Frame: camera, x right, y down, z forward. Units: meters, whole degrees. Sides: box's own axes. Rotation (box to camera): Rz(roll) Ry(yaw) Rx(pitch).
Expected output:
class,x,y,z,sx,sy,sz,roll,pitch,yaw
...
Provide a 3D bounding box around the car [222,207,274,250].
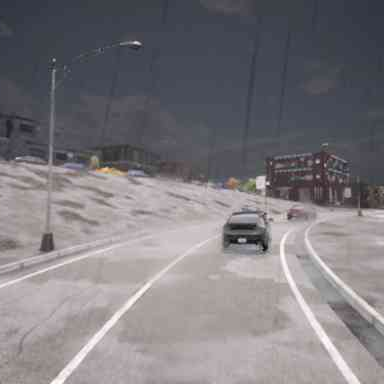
class,x,y,z,sx,sy,sz,roll,pitch,yaw
car,2.543,1.611,14.933,1.837,1.490,4.892,-1,-1,15

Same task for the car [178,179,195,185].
class,x,y,z,sx,sy,sz,roll,pitch,yaw
car,-2.069,-1.673,60.947,2.002,1.452,4.674,-2,-4,33

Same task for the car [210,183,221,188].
class,x,y,z,sx,sy,sz,roll,pitch,yaw
car,3.662,-1.186,70.392,2.185,1.767,4.553,-2,-4,30

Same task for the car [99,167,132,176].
class,x,y,z,sx,sy,sz,roll,pitch,yaw
car,-11.513,-2.642,47.124,2.097,1.535,5.008,-2,-4,37

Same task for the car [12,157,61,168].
class,x,y,z,sx,sy,sz,roll,pitch,yaw
car,-18.250,-3.232,38.327,2.231,1.521,4.892,-3,-4,39

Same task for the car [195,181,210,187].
class,x,y,z,sx,sy,sz,roll,pitch,yaw
car,0.794,-1.403,65.544,2.231,1.521,4.892,-2,-4,32

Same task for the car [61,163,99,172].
class,x,y,z,sx,sy,sz,roll,pitch,yaw
car,-14.834,-2.901,42.687,2.002,1.452,4.674,-2,-5,38

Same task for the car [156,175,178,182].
class,x,y,z,sx,sy,sz,roll,pitch,yaw
car,-5.083,-1.993,56.334,2.163,1.488,4.792,-2,-4,34

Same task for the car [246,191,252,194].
class,x,y,z,sx,sy,sz,roll,pitch,yaw
car,13.952,0.581,89.976,2.002,1.452,4.674,-1,-5,26

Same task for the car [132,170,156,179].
class,x,y,z,sx,sy,sz,roll,pitch,yaw
car,-8.301,-2.465,51.617,2.185,1.767,4.553,-2,-4,36

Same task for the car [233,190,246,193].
class,x,y,z,sx,sy,sz,roll,pitch,yaw
car,11.532,0.143,85.009,2.002,1.452,4.674,-1,-5,27

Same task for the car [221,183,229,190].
class,x,y,z,sx,sy,sz,roll,pitch,yaw
car,6.428,-0.945,75.269,2.435,2.045,5.566,-2,-5,29

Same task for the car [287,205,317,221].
class,x,y,z,sx,sy,sz,roll,pitch,yaw
car,10.476,1.940,31.641,1.812,1.442,4.674,-2,-2,33

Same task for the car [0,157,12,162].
class,x,y,z,sx,sy,sz,roll,pitch,yaw
car,-21.729,-3.499,34.050,2.231,1.521,4.892,-3,-4,39

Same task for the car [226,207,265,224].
class,x,y,z,sx,sy,sz,roll,pitch,yaw
car,4.899,2.027,29.816,1.895,1.301,4.718,-2,-2,30
